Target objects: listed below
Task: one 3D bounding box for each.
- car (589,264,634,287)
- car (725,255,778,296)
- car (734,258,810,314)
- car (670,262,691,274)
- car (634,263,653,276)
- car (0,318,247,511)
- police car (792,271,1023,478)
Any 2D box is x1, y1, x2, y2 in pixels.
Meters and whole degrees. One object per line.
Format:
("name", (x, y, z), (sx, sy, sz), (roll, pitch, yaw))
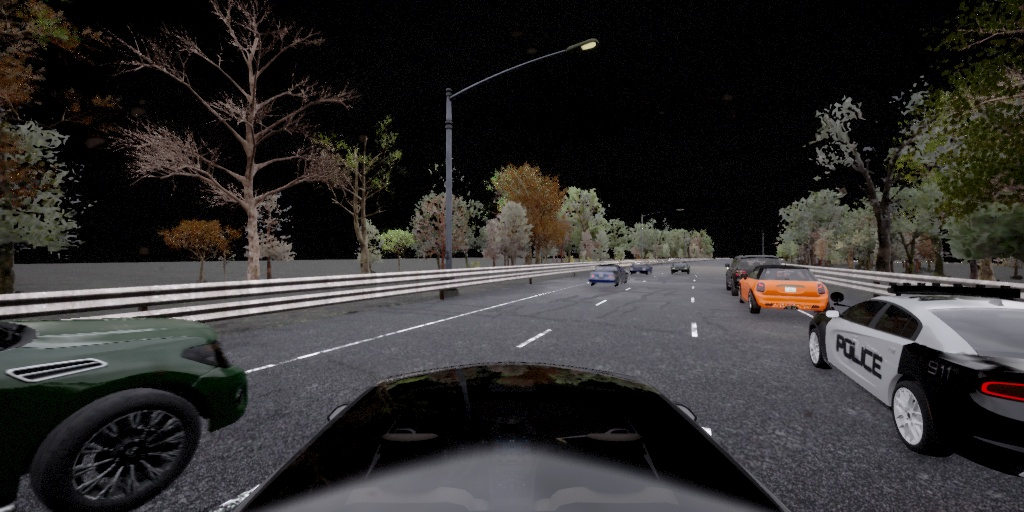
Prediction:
("car", (6.772, 1.301, 24.776), (2.033, 1.411, 5.357), (0, 0, 27))
("car", (12.599, 0.978, 18.755), (2.150, 2.045, 5.566), (0, 0, 27))
("car", (9.899, 1.102, 13.415), (2.097, 1.767, 4.553), (0, 0, 27))
("car", (19.237, 1.369, 40.819), (1.895, 1.301, 4.718), (0, 0, 28))
("car", (13.690, 1.364, 37.894), (1.895, 1.301, 4.718), (0, 0, 28))
("car", (-4.656, 0.971, 1.674), (2.150, 2.045, 5.566), (0, 0, 25))
("police car", (5.596, 1.175, 4.682), (1.930, 1.638, 5.238), (0, 0, 26))
